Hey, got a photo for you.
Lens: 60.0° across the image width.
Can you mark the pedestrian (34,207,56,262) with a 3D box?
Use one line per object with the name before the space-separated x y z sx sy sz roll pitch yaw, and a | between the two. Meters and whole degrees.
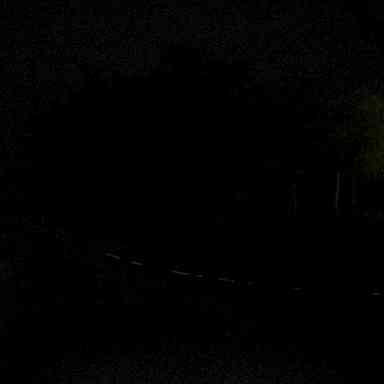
pedestrian | -4.720 1.347 10.657 0.375 1.860 0.375 -2 3 -38
